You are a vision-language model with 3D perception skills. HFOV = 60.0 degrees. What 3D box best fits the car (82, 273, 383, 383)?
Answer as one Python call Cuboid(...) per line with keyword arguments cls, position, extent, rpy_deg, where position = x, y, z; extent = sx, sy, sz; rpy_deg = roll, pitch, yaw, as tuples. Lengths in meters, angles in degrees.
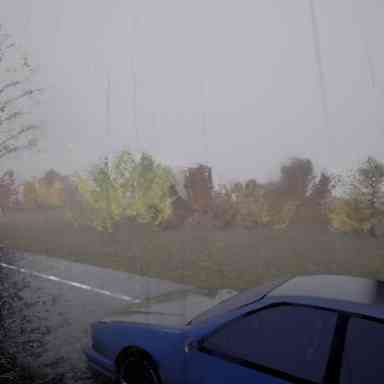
Cuboid(cls="car", position=(1.339, 1.548, 3.055), extent=(5.357, 1.411, 2.033), rpy_deg=(0, 0, 35))
